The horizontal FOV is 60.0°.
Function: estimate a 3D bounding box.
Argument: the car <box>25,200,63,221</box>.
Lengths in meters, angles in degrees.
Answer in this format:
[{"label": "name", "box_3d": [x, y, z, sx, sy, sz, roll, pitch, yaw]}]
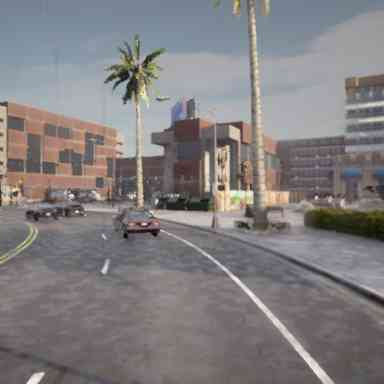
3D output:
[{"label": "car", "box_3d": [-13.054, 1.665, 28.821, 1.812, 1.442, 4.674, 0, 0, -37]}]

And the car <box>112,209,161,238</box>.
[{"label": "car", "box_3d": [-3.212, 1.629, 18.529, 2.033, 1.411, 5.357, 0, 0, -21]}]

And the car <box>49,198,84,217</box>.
[{"label": "car", "box_3d": [-12.607, 1.662, 33.654, 1.837, 1.490, 4.892, 1, -1, -41]}]

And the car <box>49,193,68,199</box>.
[{"label": "car", "box_3d": [-26.923, 1.565, 65.555, 4.553, 1.767, 2.185, 0, 0, 28]}]
